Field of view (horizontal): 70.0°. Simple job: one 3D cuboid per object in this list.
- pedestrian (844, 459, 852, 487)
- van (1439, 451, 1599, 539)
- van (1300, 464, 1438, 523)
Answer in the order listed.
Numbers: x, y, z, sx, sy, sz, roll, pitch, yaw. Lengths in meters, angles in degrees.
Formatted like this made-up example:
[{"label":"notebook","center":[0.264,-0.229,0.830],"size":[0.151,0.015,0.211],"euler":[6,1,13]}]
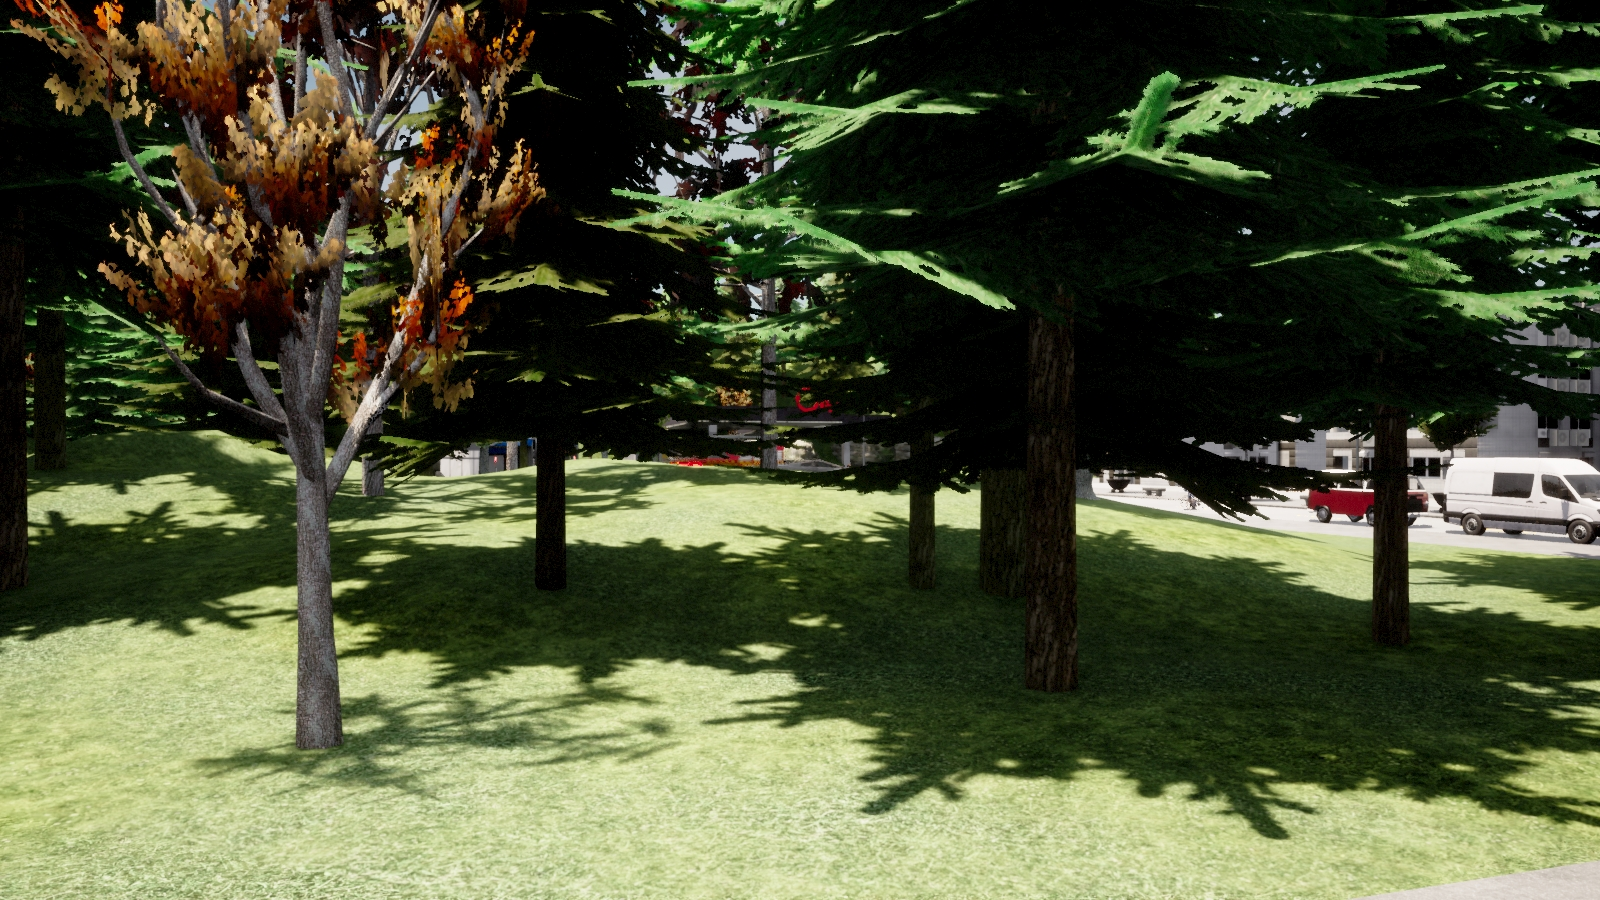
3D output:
[{"label":"pedestrian","center":[3.226,1.525,76.789],"size":[0.375,1.860,0.375],"euler":[0,0,22]},{"label":"van","center":[23.412,1.314,36.018],"size":[1.988,2.561,5.915],"euler":[0,0,-18]},{"label":"van","center":[21.187,1.563,42.784],"size":[2.069,2.038,4.480],"euler":[0,0,-18]}]
